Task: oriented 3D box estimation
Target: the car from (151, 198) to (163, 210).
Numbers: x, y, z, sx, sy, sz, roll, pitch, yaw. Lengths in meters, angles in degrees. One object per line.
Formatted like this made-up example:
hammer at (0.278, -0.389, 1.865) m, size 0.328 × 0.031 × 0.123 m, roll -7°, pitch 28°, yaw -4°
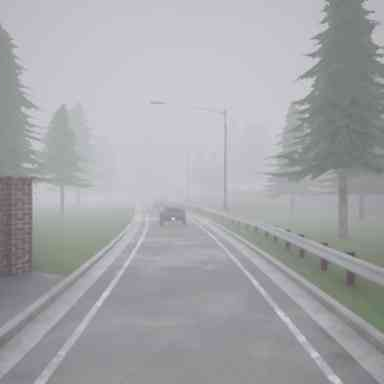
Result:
car at (-4.258, 1.536, 43.435) m, size 1.812 × 1.442 × 4.674 m, roll 0°, pitch 0°, yaw -9°

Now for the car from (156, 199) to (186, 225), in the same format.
car at (-1.482, 1.511, 24.414) m, size 1.837 × 1.490 × 4.892 m, roll 0°, pitch 0°, yaw -6°
